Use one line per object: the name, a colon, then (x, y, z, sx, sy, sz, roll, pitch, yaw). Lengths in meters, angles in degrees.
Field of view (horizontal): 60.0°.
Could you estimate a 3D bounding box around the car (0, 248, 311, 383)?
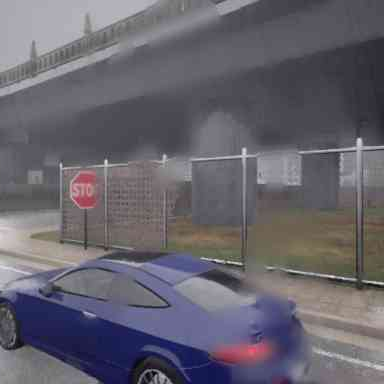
car: (-0.845, 1.526, 4.531, 4.674, 1.442, 1.812, 0, 0, 35)
